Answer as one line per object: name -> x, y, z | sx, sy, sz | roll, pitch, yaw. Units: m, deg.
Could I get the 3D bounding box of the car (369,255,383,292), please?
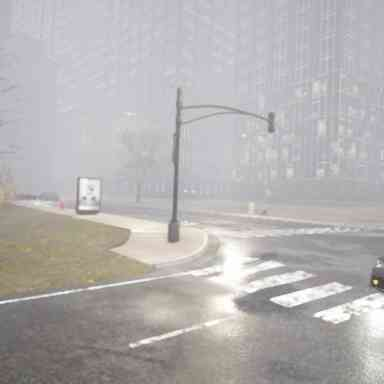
car -> 6.063, 1.682, 7.887 | 4.181, 1.385, 1.994 | 1, 0, -35

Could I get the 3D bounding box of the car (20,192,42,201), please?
car -> -24.046, 0.589, 48.403 | 1.895, 1.301, 4.718 | 4, -1, -42

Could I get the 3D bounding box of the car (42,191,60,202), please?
car -> -21.657, 0.647, 50.608 | 1.837, 1.490, 4.892 | 4, -1, -42
